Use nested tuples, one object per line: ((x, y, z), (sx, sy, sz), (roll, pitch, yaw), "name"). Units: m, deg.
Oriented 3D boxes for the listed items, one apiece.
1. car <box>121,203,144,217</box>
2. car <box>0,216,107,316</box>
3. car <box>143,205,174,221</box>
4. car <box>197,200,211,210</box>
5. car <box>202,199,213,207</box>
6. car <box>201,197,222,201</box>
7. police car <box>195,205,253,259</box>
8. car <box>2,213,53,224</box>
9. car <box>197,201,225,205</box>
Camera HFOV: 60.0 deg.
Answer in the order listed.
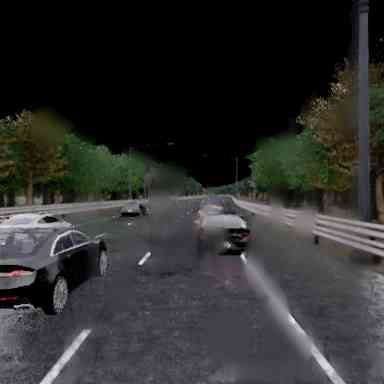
((-5.993, 1.833, 34.660), (1.994, 1.385, 4.181), (0, 0, 3), "car")
((-3.347, 1.552, 7.632), (2.128, 1.511, 4.902), (0, 0, 1), "car")
((-2.748, 1.830, 29.688), (1.895, 1.301, 4.718), (0, 0, 3), "car")
((1.885, 1.917, 49.863), (1.812, 1.442, 4.674), (0, -1, 5), "car")
((3.035, 2.027, 63.432), (1.812, 1.442, 4.674), (0, 0, 6), "car")
((1.669, 1.448, 28.952), (2.150, 2.045, 5.566), (0, 0, 3), "car")
((1.168, 1.529, 13.285), (1.930, 1.638, 5.238), (0, 0, 1), "police car")
((-6.748, 1.637, 14.380), (1.812, 1.442, 4.674), (0, 0, 1), "car")
((1.440, 1.635, 23.207), (1.801, 1.575, 5.366), (0, 0, 2), "car")
